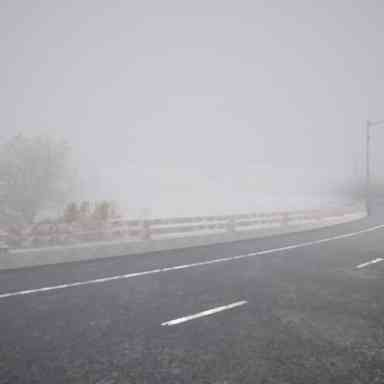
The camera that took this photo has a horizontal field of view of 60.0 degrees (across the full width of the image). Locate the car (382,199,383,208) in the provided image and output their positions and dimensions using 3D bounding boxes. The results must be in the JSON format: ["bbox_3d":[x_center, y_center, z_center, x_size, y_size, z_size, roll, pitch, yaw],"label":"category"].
[{"bbox_3d":[34.581,1.753,57.429,2.150,2.045,5.566,0,0,19],"label":"car"}]
